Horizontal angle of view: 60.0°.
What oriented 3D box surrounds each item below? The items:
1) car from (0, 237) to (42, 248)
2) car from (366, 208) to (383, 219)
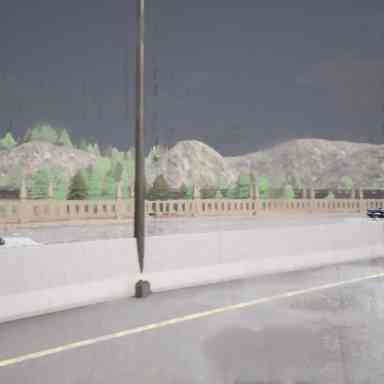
[{"bbox_3d":[-6.269,1.543,8.003,4.718,1.301,1.895,0,0,-35],"label":"car"},{"bbox_3d":[16.935,1.661,27.674,4.718,1.301,1.895,0,0,-18],"label":"car"}]
